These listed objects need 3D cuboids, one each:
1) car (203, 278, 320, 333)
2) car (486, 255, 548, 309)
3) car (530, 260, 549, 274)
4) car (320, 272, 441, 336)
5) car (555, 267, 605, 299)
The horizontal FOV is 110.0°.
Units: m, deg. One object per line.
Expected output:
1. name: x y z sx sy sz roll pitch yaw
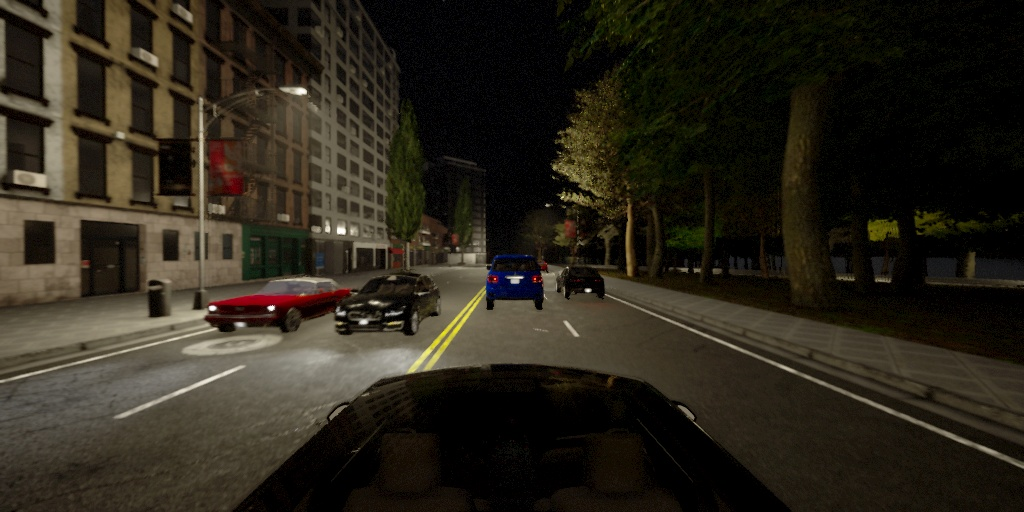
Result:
1. car: -6.579 1.355 10.891 1.895 1.301 4.718 0 0 0
2. car: 0.087 0.979 15.172 2.150 2.045 5.566 0 0 0
3. car: 3.347 1.300 44.614 1.882 1.535 5.008 0 0 0
4. car: -3.330 1.260 10.499 1.837 1.490 4.892 0 0 0
5. car: 3.348 1.266 18.174 1.837 1.490 4.892 0 0 0
